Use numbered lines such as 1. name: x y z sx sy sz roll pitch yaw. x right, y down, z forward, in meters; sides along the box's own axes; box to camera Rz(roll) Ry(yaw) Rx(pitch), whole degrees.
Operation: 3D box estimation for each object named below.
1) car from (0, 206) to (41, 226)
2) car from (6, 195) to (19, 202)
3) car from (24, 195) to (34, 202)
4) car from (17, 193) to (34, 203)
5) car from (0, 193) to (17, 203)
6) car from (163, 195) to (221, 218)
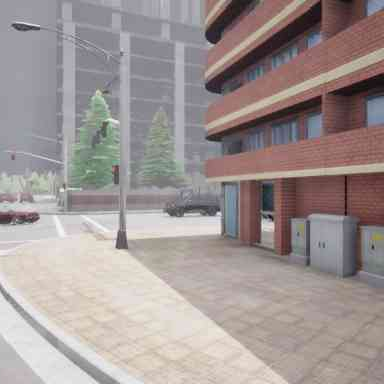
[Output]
1. car: -13.140 1.633 23.028 4.718 1.301 1.895 0 0 1
2. car: -42.153 1.540 78.223 2.033 1.411 5.357 0 0 -23
3. car: -38.768 1.524 79.205 1.812 1.442 4.674 0 0 -23
4. car: -34.638 1.225 69.458 2.150 2.045 5.566 0 0 -23
5. car: -38.004 1.225 68.432 2.150 2.045 5.566 0 0 -23
6. car: 0.117 1.277 31.313 5.566 2.045 2.150 0 0 -23
